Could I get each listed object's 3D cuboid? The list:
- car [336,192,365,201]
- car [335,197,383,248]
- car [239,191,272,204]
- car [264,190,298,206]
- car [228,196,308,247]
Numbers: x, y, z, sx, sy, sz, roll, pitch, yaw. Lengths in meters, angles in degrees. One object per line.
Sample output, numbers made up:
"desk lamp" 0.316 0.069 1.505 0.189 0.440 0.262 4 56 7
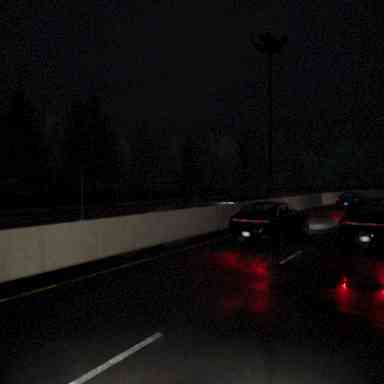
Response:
"car" 13.687 0.723 28.663 1.812 1.442 4.674 0 2 35
"car" 6.624 1.144 12.105 2.128 1.511 4.902 0 2 34
"car" 7.395 0.620 38.155 1.895 1.301 4.718 1 2 36
"car" 9.448 0.584 35.018 1.837 1.490 4.892 0 1 36
"car" 3.199 1.142 13.295 2.128 1.511 4.902 0 2 34
